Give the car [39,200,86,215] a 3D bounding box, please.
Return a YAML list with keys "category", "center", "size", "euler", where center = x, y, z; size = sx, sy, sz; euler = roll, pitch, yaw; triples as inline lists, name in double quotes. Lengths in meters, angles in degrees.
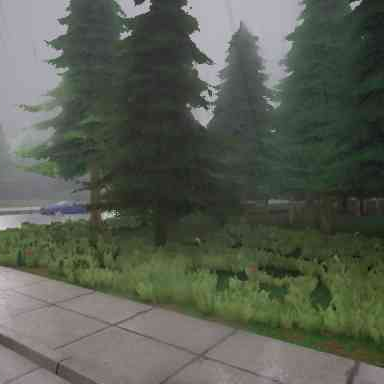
- category: "car"
  center: [-11.627, 1.451, 30.970]
  size: [1.882, 1.535, 5.008]
  euler: [0, 0, 35]
